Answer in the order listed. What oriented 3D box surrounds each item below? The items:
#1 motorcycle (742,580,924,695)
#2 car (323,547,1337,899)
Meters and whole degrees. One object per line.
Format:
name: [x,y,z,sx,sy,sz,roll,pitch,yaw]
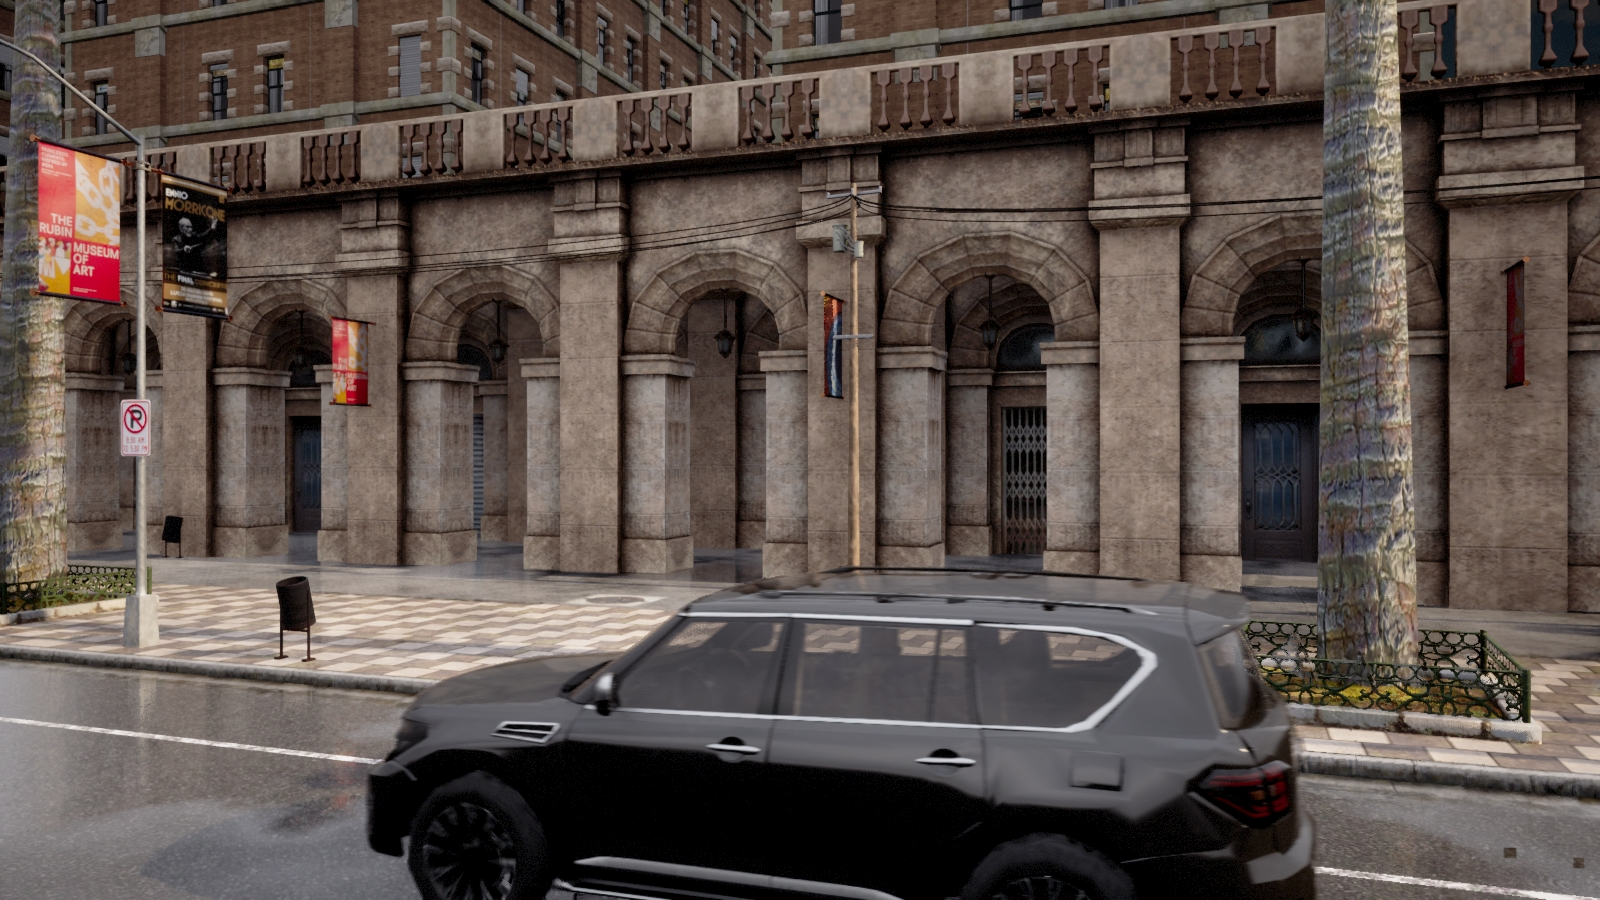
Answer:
motorcycle: [0.395,2.215,13.714,2.033,1.145,0.803,0,0,20]
car: [0.103,1.780,6.967,5.566,2.045,2.150,0,0,20]
